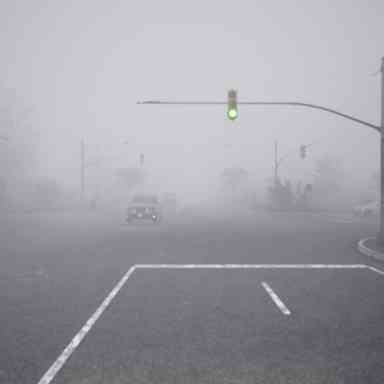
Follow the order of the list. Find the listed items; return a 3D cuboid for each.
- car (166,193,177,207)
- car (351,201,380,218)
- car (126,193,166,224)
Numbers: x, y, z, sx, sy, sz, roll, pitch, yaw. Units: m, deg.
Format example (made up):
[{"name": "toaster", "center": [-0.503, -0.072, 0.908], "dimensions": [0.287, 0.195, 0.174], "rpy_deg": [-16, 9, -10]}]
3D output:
[{"name": "car", "center": [-3.413, 1.124, 50.278], "dimensions": [2.150, 2.045, 5.566], "rpy_deg": [0, 0, 0]}, {"name": "car", "center": [16.710, 1.491, 29.667], "dimensions": [4.674, 1.442, 1.812], "rpy_deg": [0, 0, -3]}, {"name": "car", "center": [-3.469, 1.201, 25.033], "dimensions": [2.150, 2.045, 5.566], "rpy_deg": [0, 0, 0]}]
